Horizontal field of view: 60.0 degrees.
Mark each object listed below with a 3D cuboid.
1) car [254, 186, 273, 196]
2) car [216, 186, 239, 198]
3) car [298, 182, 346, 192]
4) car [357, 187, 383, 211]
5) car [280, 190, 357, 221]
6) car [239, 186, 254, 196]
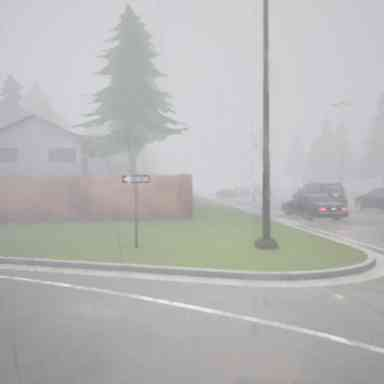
[{"bbox_3d":[10.661,-0.174,50.184,1.994,1.385,4.181,-1,2,-6],"label":"car"},{"bbox_3d":[4.353,0.143,43.460,1.895,1.301,4.718,-1,2,-6],"label":"car"},{"bbox_3d":[9.774,0.276,25.906,2.150,2.045,5.566,-1,2,-6],"label":"car"},{"bbox_3d":[13.563,0.452,23.449,2.097,1.767,4.553,-1,2,-6],"label":"car"},{"bbox_3d":[6.958,0.840,19.459,2.033,1.411,5.357,-1,2,-6],"label":"car"},{"bbox_3d":[7.260,-0.143,49.095,1.812,1.442,4.674,-1,2,-6],"label":"car"}]
